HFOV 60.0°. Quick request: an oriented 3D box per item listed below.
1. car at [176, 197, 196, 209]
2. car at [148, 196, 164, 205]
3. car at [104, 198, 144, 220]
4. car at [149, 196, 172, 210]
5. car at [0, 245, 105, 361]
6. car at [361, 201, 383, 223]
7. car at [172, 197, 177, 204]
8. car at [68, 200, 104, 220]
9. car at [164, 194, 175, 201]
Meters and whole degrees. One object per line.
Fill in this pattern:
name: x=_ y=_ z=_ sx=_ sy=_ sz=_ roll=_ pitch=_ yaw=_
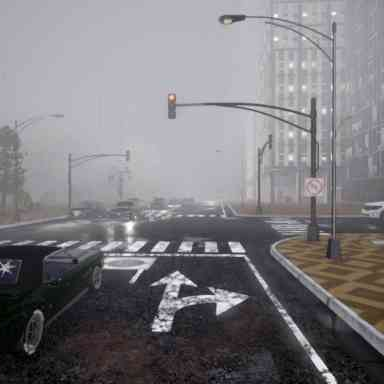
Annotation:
car: x=-0.498 y=1.539 z=46.173 sx=2.033 sy=1.411 sz=5.357 roll=0 pitch=0 yaw=4
car: x=-6.224 y=1.470 z=58.449 sx=1.882 sy=1.535 sz=5.008 roll=0 pitch=0 yaw=5
car: x=-5.420 y=1.477 z=27.672 sx=1.837 sy=1.490 sz=4.892 roll=0 pitch=0 yaw=4
car: x=-4.206 y=1.494 z=43.073 sx=1.837 sy=1.490 sz=4.892 roll=0 pitch=0 yaw=5
car: x=-3.043 y=1.600 z=5.946 sx=1.895 sy=1.301 sz=4.718 roll=0 pitch=0 yaw=1
car: x=14.830 y=1.059 z=22.949 sx=5.566 sy=2.045 sz=2.150 roll=0 pitch=0 yaw=5
car: x=-2.895 y=1.595 z=59.254 sx=1.895 sy=1.301 sz=4.718 roll=0 pitch=0 yaw=5
car: x=-8.659 y=1.478 z=27.917 sx=2.128 sy=1.511 sz=4.902 roll=0 pitch=0 yaw=4
car: x=-4.927 y=1.211 z=73.802 sx=1.895 sy=1.301 sz=4.718 roll=0 pitch=0 yaw=5
